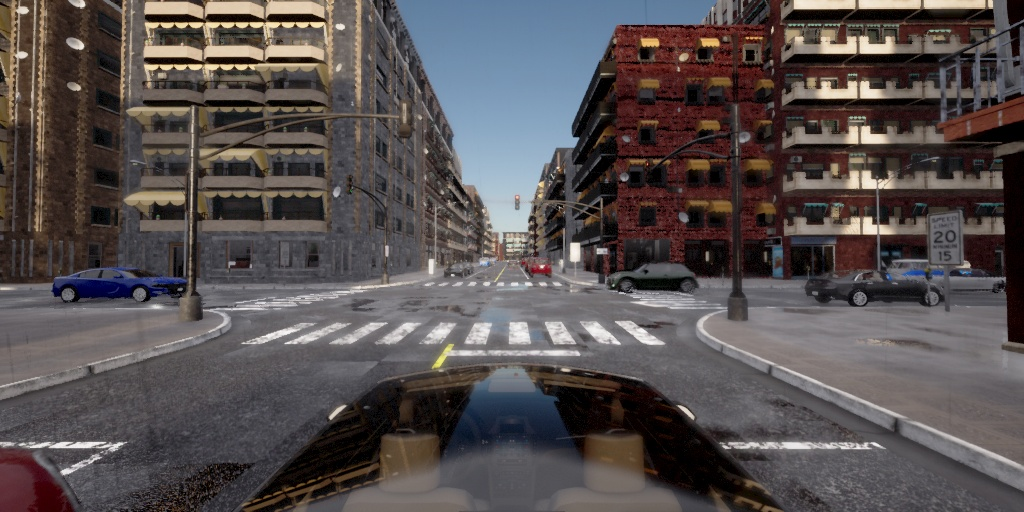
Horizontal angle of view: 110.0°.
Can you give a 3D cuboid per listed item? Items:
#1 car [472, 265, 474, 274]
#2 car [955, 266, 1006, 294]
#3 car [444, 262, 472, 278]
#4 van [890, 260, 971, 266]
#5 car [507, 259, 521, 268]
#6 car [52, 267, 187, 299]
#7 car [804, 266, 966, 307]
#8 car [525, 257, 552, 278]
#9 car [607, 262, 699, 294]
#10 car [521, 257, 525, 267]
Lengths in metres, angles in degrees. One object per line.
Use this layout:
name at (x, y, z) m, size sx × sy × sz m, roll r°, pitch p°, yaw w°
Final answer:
car at (-5.245, 1.331, 39.528) m, size 1.948 × 1.339 × 4.313 m, roll 0°, pitch 0°, yaw 0°
car at (23.384, 1.327, 19.071) m, size 4.718 × 1.301 × 1.895 m, roll 0°, pitch -1°, yaw 0°
car at (-5.255, 1.328, 33.966) m, size 1.948 × 1.339 × 4.313 m, roll 0°, pitch 0°, yaw 0°
van at (24.939, 1.115, 21.515) m, size 3.998 × 1.789 × 1.690 m, roll 0°, pitch 0°, yaw 0°
car at (0.214, 1.314, 63.522) m, size 2.128 × 1.511 × 4.902 m, roll 0°, pitch 0°, yaw 0°
car at (-17.587, 1.254, 16.304) m, size 5.008 × 1.535 × 1.882 m, roll 0°, pitch -1°, yaw 0°
car at (13.767, 1.185, 13.683) m, size 4.403 × 1.370 × 2.007 m, roll 0°, pitch 0°, yaw 0°
car at (2.626, 1.077, 33.997) m, size 2.192 × 1.841 × 5.009 m, roll 0°, pitch 0°, yaw 0°
car at (7.574, 1.127, 19.655) m, size 4.553 × 1.767 × 2.097 m, roll 0°, pitch -1°, yaw 7°
car at (2.647, 1.086, 45.120) m, size 2.192 × 1.841 × 5.009 m, roll 0°, pitch 0°, yaw 0°
